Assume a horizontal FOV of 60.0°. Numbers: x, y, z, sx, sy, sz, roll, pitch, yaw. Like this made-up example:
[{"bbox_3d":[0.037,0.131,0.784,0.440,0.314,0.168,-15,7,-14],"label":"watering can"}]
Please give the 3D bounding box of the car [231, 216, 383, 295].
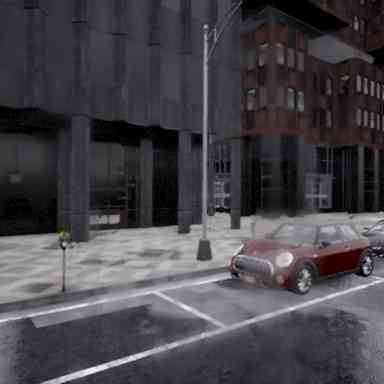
[{"bbox_3d":[2.943,1.479,8.748,4.097,1.590,1.967,0,0,-36],"label":"car"}]
